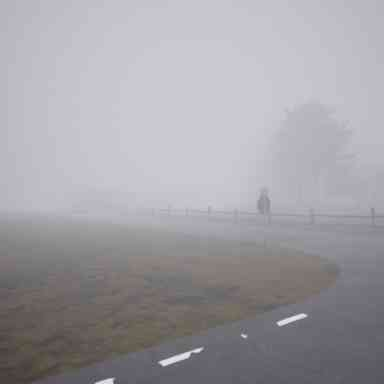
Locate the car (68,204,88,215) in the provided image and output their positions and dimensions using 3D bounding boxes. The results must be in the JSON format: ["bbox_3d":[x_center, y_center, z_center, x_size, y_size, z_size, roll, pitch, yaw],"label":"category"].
[{"bbox_3d":[-16.857,2.627,49.148,1.837,1.490,4.892,-1,0,-35],"label":"car"}]
